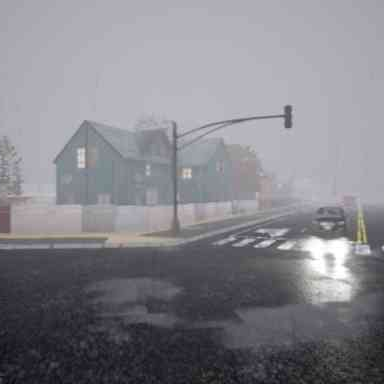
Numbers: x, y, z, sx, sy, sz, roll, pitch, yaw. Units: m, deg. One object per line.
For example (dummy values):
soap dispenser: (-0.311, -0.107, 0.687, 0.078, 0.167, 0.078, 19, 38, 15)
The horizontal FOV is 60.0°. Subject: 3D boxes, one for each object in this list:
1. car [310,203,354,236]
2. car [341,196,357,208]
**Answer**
car: (8.263, 1.637, 19.817, 2.128, 1.511, 4.902, -1, -1, 27)
car: (27.025, 1.659, 57.318, 2.150, 2.045, 5.566, -1, -1, 27)
